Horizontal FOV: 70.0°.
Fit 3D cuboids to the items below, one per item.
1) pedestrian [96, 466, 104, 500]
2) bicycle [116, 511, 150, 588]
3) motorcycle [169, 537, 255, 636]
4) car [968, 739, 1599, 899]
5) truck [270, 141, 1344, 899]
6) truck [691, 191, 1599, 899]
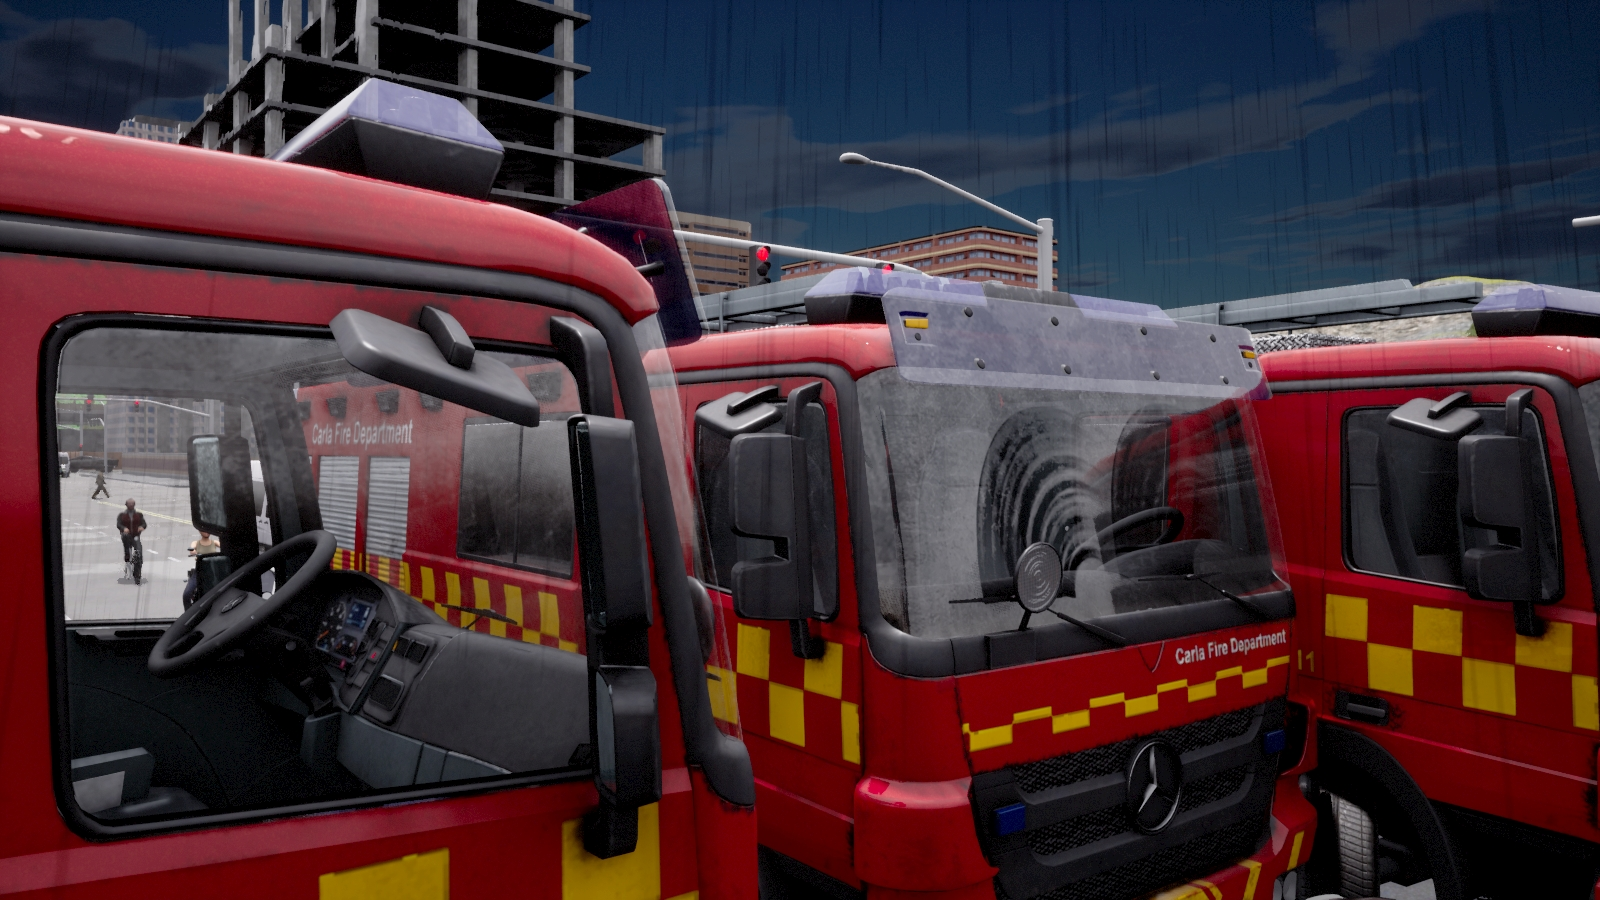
[{"bbox_3d":[-39.085,1.835,63.793,0.375,1.860,0.375,0,0,-40],"label":"pedestrian"},{"bbox_3d":[-14.005,2.060,23.972,0.329,1.471,1.835,0,0,-39],"label":"bicycle"},{"bbox_3d":[-9.533,2.155,18.464,0.764,1.307,2.356,0,0,-39],"label":"motorcycle"},{"bbox_3d":[2.437,2.065,3.109,1.970,1.475,3.806,0,0,-30],"label":"car"},{"bbox_3d":[-1.099,0.890,8.003,2.891,3.827,8.468,0,0,-38],"label":"truck"},{"bbox_3d":[2.348,0.890,8.605,2.891,3.827,8.468,0,0,-31],"label":"truck"}]
